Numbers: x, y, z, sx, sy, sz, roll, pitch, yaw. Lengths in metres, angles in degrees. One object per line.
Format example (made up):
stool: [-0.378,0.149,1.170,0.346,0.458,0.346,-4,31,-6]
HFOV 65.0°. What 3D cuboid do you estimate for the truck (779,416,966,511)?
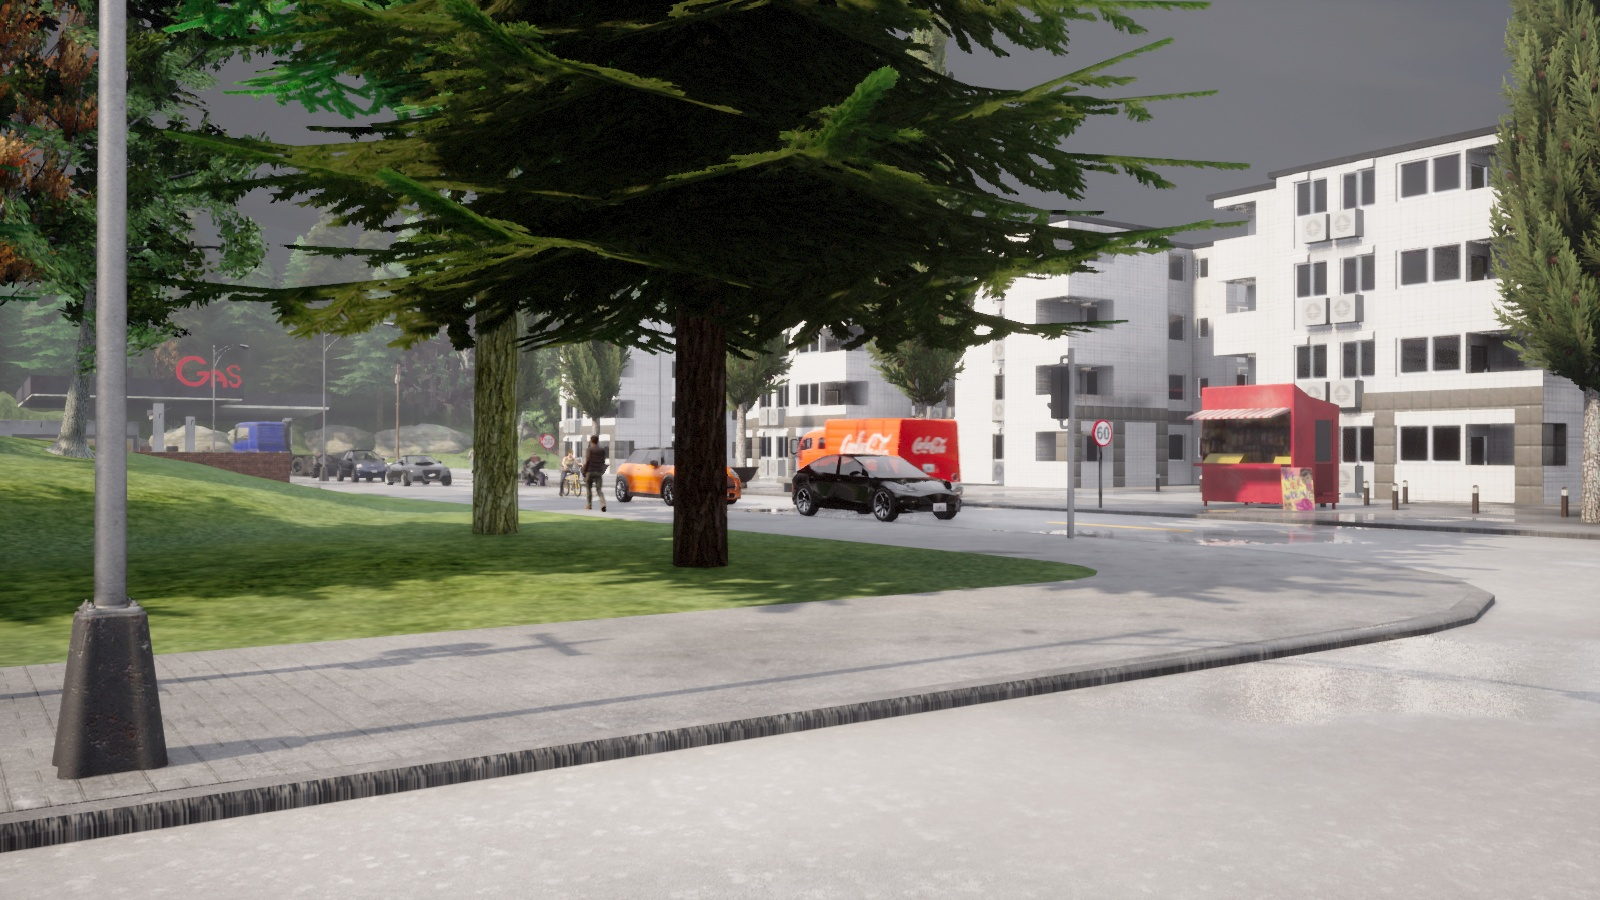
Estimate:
truck: [1.958,0.347,35.606,2.627,2.467,5.204,0,0,-35]

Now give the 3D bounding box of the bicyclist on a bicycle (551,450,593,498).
bicyclist on a bicycle: [-7.725,0.802,42.541,0.866,1.612,1.509,0,0,-34]

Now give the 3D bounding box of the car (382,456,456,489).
car: [-16.984,0.981,55.869,1.994,1.385,4.181,0,0,-34]

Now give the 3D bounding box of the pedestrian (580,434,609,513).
pedestrian: [-4.863,0.537,29.656,0.431,1.840,0.703,0,0,-33]

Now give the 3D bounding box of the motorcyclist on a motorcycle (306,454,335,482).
motorcyclist on a motorcycle: [-26.693,1.007,69.845,0.866,1.530,2.191,0,0,-39]

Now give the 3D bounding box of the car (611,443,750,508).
car: [-3.554,0.700,36.530,2.097,1.767,4.553,0,0,-34]

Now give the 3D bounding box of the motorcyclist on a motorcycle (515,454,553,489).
motorcyclist on a motorcycle: [-11.718,0.940,55.286,0.866,1.530,2.191,0,0,-35]

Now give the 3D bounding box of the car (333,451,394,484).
car: [-21.904,0.843,62.945,1.851,1.617,3.988,0,0,-35]

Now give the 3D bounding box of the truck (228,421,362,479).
truck: [-31.269,0.021,77.759,7.936,3.462,2.891,0,0,22]

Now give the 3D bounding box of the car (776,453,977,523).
car: [1.658,0.812,29.066,2.163,1.488,4.792,0,0,-34]
